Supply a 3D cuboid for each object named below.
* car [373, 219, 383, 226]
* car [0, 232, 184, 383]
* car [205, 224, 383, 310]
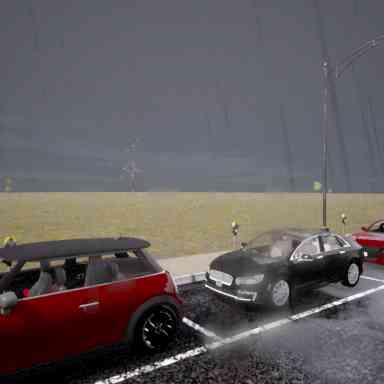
[{"bbox_3d":[6.807,1.548,10.954,4.507,1.381,1.887,0,1,-36],"label":"car"},{"bbox_3d":[-2.202,1.440,4.516,4.097,1.590,1.967,0,1,-36],"label":"car"},{"bbox_3d":[2.302,1.552,7.735,4.403,1.369,2.008,0,1,-36],"label":"car"}]
